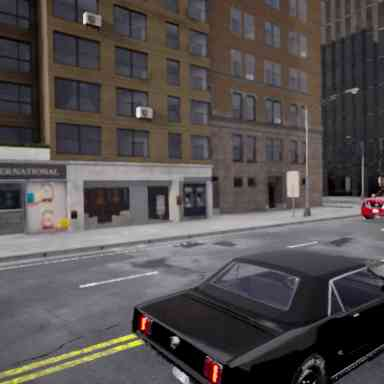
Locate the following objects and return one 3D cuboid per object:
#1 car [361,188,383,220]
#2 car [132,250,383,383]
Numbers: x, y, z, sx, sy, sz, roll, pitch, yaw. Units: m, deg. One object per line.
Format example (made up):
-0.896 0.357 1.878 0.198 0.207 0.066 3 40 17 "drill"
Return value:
12.902 0.692 20.869 5.566 2.045 2.150 -1 1 -35 "car"
1.687 1.508 4.653 4.718 1.301 1.895 -2 1 -36 "car"
